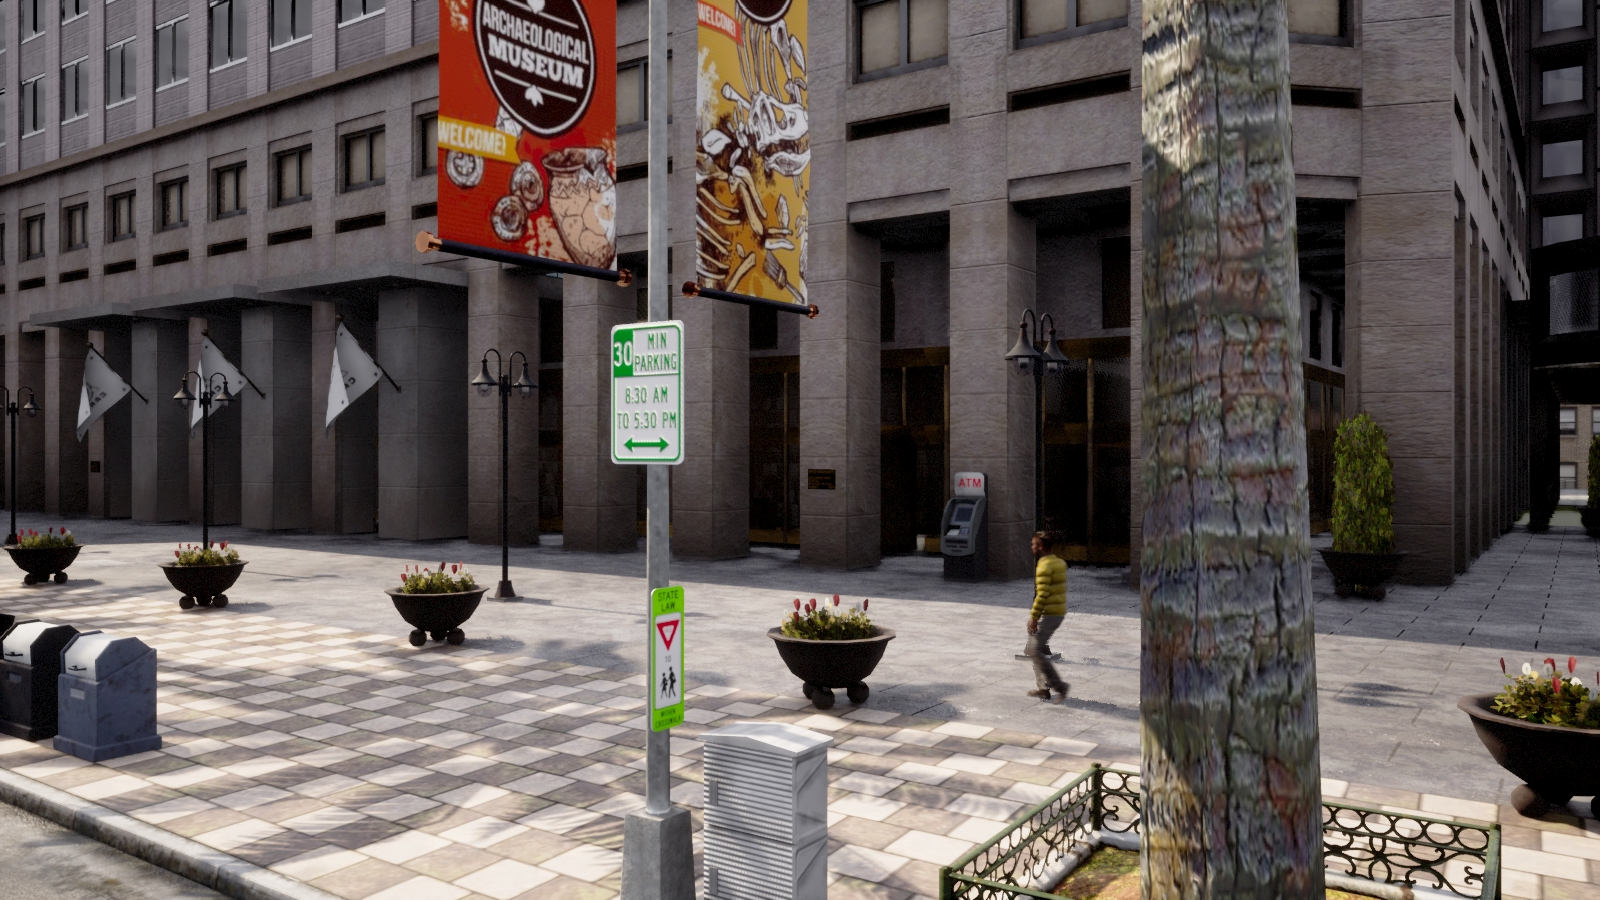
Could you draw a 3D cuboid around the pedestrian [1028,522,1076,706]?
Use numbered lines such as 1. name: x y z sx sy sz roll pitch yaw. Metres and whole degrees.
1. pedestrian: 2.647 1.701 11.988 0.375 1.860 0.375 0 0 34
